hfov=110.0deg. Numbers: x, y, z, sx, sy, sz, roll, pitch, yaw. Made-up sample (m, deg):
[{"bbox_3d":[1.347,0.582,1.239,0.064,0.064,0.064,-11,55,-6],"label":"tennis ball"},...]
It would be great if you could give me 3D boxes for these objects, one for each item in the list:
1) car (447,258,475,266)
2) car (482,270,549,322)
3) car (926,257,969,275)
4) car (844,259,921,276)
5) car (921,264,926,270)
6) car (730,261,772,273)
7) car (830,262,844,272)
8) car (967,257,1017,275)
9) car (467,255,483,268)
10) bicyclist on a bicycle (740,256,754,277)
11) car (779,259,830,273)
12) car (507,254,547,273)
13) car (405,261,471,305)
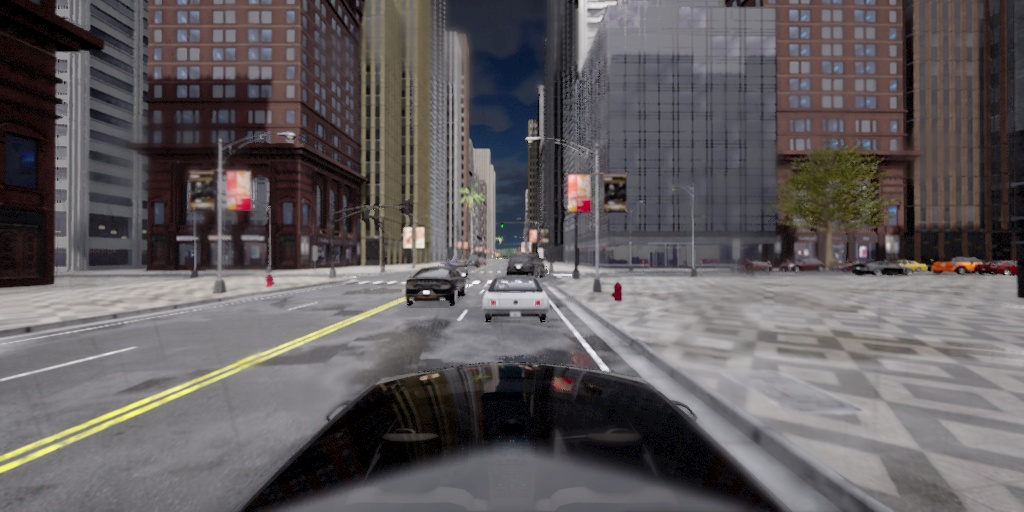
[{"bbox_3d":[-5.349,1.153,30.631,2.128,1.511,4.902,0,0,-29],"label":"car"},{"bbox_3d":[0.103,1.305,12.070,1.895,1.301,4.718,0,0,0],"label":"car"},{"bbox_3d":[43.048,0.862,34.056,4.553,1.767,2.097,0,0,0],"label":"car"},{"bbox_3d":[32.239,1.085,31.269,4.313,1.339,1.948,0,0,-1],"label":"car"},{"bbox_3d":[43.221,1.070,39.962,4.829,1.417,1.751,0,0,-1],"label":"car"},{"bbox_3d":[26.476,1.169,39.708,4.207,1.307,1.802,0,0,-1],"label":"car"},{"bbox_3d":[37.753,1.139,39.879,4.207,1.307,1.802,0,0,-1],"label":"car"},{"bbox_3d":[43.515,1.038,31.441,4.507,1.381,1.888,0,0,-1],"label":"car"},{"bbox_3d":[-6.529,0.917,59.363,2.150,2.045,5.566,0,0,1],"label":"car"},{"bbox_3d":[18.401,0.845,28.098,0.582,1.620,1.656,0,-1,-1],"label":"bicyclist on a bicycle"},{"bbox_3d":[32.114,1.011,39.794,4.097,1.591,1.967,0,0,-1],"label":"car"},{"bbox_3d":[1.255,0.869,28.981,2.150,2.045,5.566,-1,1,17],"label":"car"},{"bbox_3d":[-3.146,1.170,15.653,1.882,1.535,5.008,0,0,0],"label":"car"}]
